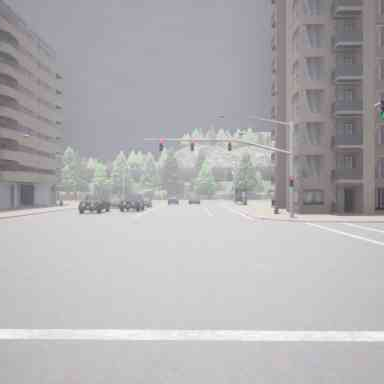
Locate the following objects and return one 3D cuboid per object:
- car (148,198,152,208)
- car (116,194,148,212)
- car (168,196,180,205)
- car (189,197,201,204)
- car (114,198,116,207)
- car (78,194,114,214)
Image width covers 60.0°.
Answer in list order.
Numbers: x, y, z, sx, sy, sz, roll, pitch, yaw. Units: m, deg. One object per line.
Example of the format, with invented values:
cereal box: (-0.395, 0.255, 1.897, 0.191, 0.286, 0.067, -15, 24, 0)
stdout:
car: (-6.962, 1.525, 48.971, 1.812, 1.442, 4.674, 0, 0, 0)
car: (-6.999, 1.221, 39.442, 2.150, 2.045, 5.566, 0, 0, 0)
car: (-3.355, 1.525, 60.003, 1.812, 1.442, 4.674, 0, 0, 0)
car: (0.490, 1.564, 61.520, 1.994, 1.385, 4.181, 0, 0, 5)
car: (-10.478, 1.525, 45.842, 1.812, 1.442, 4.674, 0, 0, 0)
car: (-10.508, 1.221, 36.239, 2.150, 2.045, 5.566, 0, 0, 0)
